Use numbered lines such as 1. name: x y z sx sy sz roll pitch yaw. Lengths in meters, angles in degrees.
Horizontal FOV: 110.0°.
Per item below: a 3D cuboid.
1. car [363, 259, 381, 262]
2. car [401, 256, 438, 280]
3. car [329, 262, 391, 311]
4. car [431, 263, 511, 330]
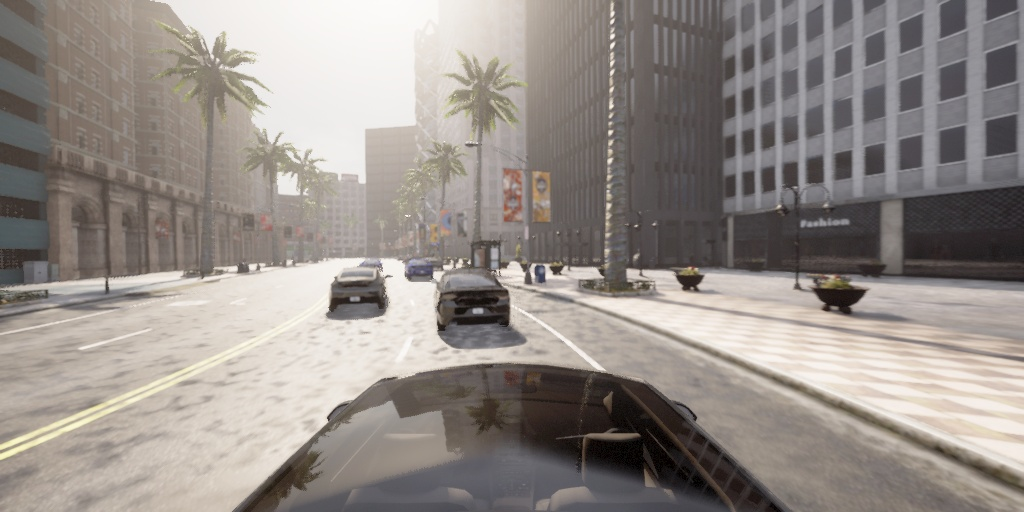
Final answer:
1. car: -12.320 1.019 31.531 1.882 1.535 5.008 -1 1 -21
2. car: -7.472 1.001 28.643 1.882 1.535 5.008 -1 1 -21
3. car: -5.962 1.175 14.283 1.837 1.490 4.892 0 1 -17
4. car: -1.388 1.138 10.931 1.882 1.535 5.008 0 1 -14
